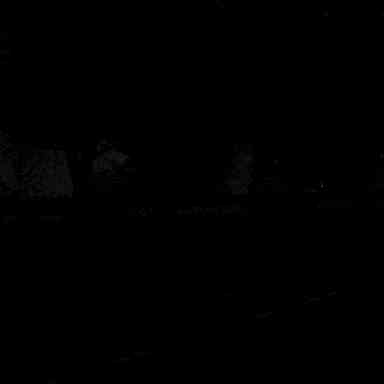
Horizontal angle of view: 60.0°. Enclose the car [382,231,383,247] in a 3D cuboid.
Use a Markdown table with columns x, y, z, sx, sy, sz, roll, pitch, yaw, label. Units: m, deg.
| x | y | z | sx | sy | sz | roll | pitch | yaw | label |
| --- | --- | --- | --- | --- | --- | --- | --- | --- | --- |
| 9.283 | 1.538 | 13.184 | 4.313 | 1.339 | 1.947 | 0 | 0 | -36 | car |
